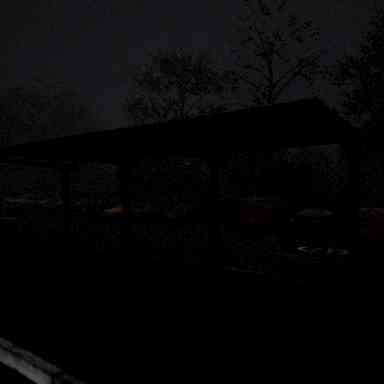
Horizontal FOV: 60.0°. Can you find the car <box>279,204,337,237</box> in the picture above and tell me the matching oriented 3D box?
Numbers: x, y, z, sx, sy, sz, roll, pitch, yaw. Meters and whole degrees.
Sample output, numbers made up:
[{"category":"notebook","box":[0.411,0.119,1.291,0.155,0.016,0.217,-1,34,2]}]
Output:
[{"category":"car","box":[6.648,1.526,17.953,2.002,1.452,4.674,0,0,35]}]

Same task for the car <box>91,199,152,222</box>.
[{"category":"car","box":[-4.784,1.413,25.820,1.946,1.575,5.366,0,0,35]}]

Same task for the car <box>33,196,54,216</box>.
[{"category":"car","box":[-11.469,1.374,30.786,2.097,1.535,5.008,0,0,35]}]

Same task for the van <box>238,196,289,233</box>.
[{"category":"van","box":[4.454,1.246,19.653,1.878,1.987,4.442,0,0,35]}]

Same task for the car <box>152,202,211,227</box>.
[{"category":"car","box":[-0.162,1.473,22.741,2.163,1.488,4.792,0,0,35]}]

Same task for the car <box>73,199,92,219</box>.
[{"category":"car","box":[-6.925,1.432,27.599,2.163,1.488,4.792,0,0,35]}]

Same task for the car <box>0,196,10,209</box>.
[{"category":"car","box":[-25.083,1.308,40.378,2.163,1.488,4.792,1,0,35]}]

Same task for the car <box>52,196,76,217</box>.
[{"category":"car","box":[-9.203,1.389,29.183,2.231,1.521,4.892,0,0,35]}]

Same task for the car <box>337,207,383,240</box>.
[{"category":"car","box":[8.915,1.500,16.347,2.097,1.535,5.008,0,0,35]}]

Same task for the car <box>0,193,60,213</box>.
[{"category":"car","box":[-16.020,1.095,33.965,2.435,2.045,5.566,0,0,35]}]

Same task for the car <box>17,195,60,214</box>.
[{"category":"car","box":[-13.735,1.360,32.390,2.097,1.535,5.008,0,0,35]}]
